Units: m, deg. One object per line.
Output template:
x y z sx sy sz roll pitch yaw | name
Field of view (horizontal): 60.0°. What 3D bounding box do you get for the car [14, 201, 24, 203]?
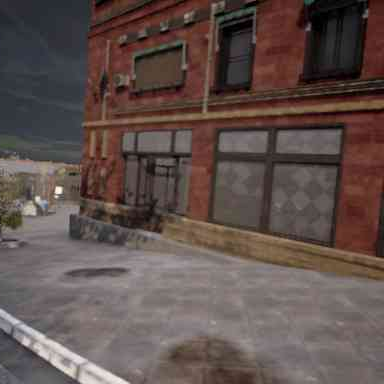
-36.147 2.268 69.082 1.882 1.535 5.008 4 -2 -18 | car
